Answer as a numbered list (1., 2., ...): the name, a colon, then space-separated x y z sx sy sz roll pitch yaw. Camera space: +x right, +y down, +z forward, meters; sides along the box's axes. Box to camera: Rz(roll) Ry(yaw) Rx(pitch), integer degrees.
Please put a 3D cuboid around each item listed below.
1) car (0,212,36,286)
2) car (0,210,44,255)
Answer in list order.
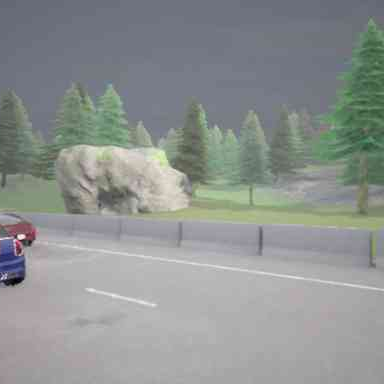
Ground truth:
1. car: -6.133 1.369 8.140 4.553 1.767 2.097 0 0 34
2. car: -8.371 1.551 13.880 4.674 1.442 1.812 -1 0 34
